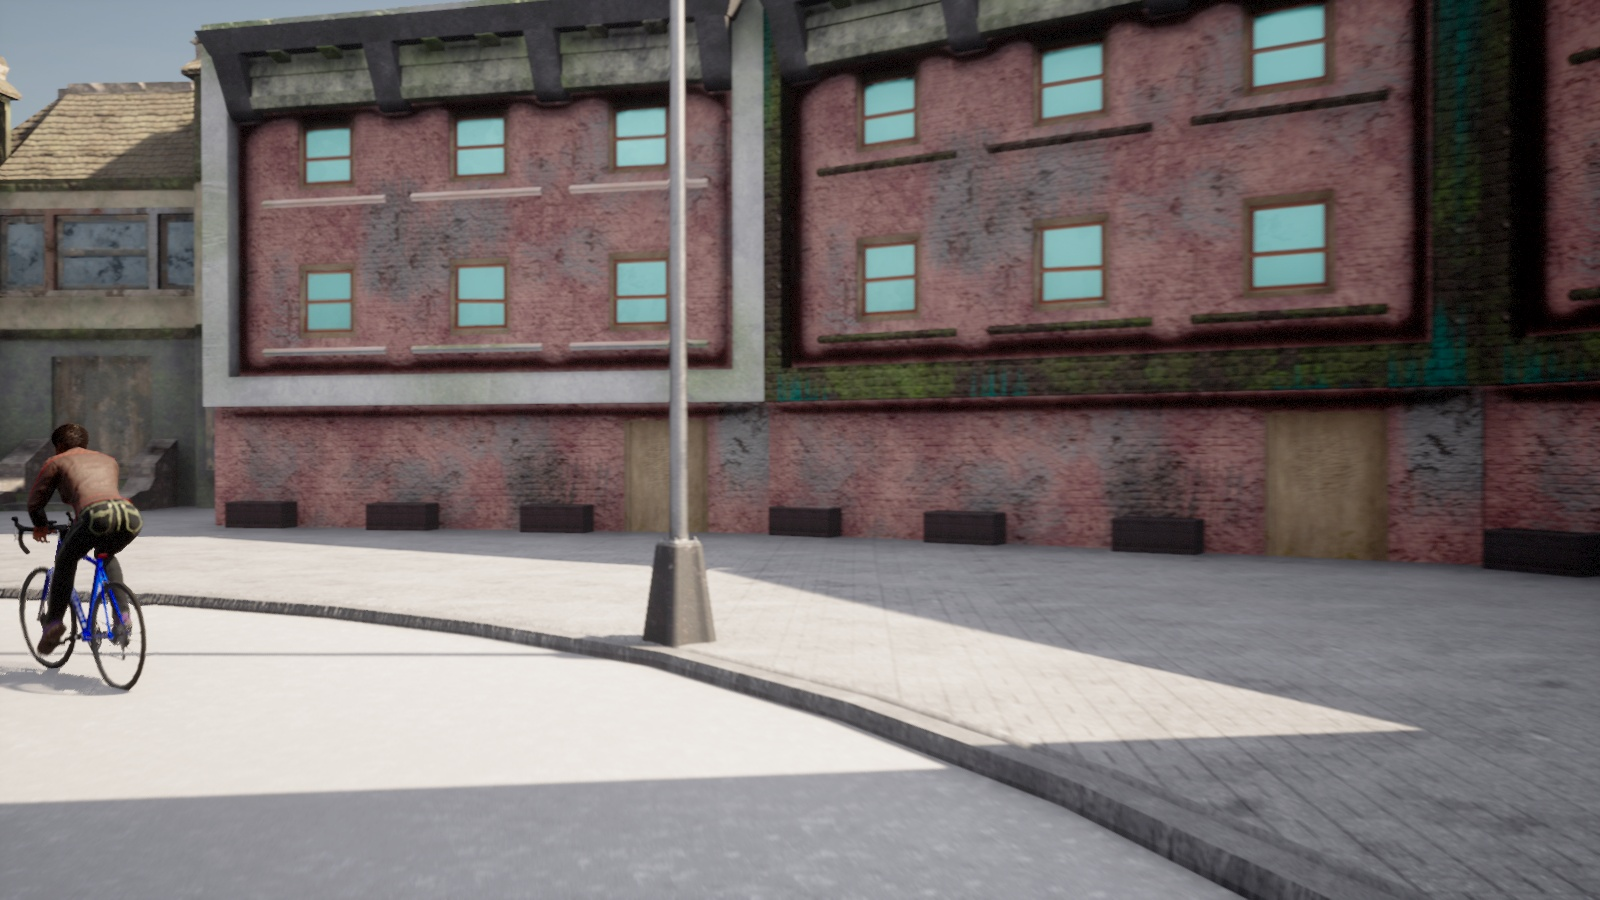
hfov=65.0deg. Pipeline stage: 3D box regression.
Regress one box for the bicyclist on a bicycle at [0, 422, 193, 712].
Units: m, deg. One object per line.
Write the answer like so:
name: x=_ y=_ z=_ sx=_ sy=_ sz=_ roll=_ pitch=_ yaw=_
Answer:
bicyclist on a bicycle: x=-4.530 y=0.653 z=7.884 sx=1.656 sy=1.620 sz=0.582 roll=3 pitch=2 yaw=37
